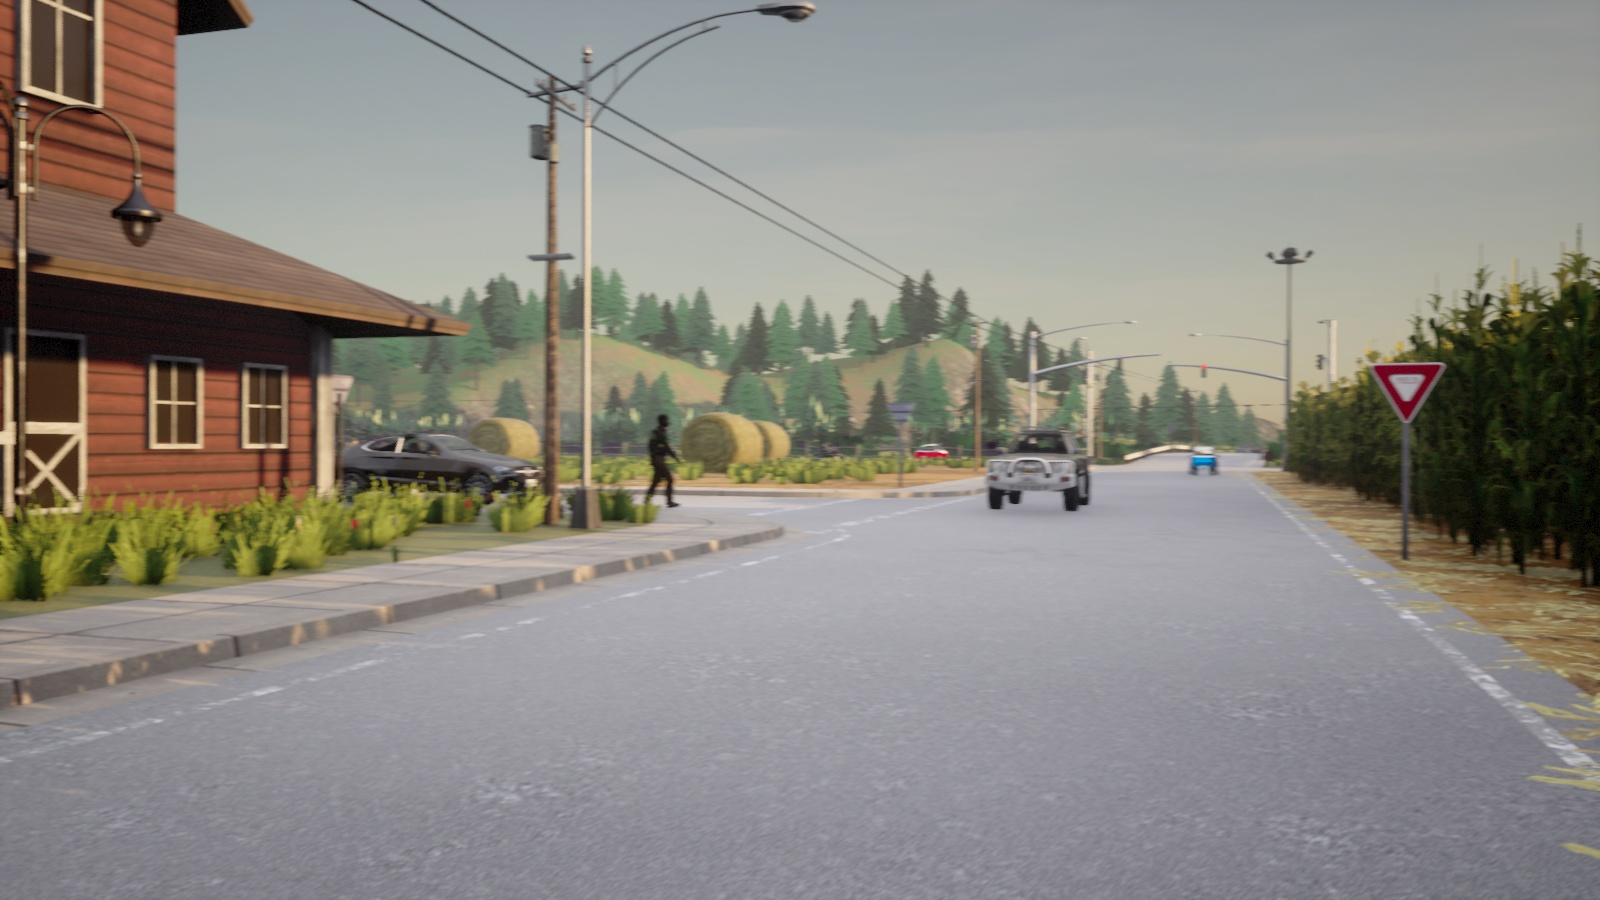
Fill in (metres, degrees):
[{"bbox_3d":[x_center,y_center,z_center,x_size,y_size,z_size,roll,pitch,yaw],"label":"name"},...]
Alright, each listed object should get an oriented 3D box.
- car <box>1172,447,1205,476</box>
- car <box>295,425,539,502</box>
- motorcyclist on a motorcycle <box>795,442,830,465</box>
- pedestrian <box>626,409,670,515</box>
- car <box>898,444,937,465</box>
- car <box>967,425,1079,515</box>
[{"bbox_3d":[18.647,0.534,60.211,1.481,1.376,2.207,0,1,17],"label":"car"},{"bbox_3d":[-8.787,0.267,28.921,5.027,1.651,2.152,0,0,16],"label":"car"},{"bbox_3d":[0.846,0.220,85.313,2.191,1.530,0.866,0,0,20],"label":"motorcyclist on a motorcycle"},{"bbox_3d":[-2.816,0.221,23.238,0.692,1.930,0.395,0,0,16],"label":"pedestrian"},{"bbox_3d":[7.742,0.296,82.778,2.207,1.376,1.481,0,0,20],"label":"car"},{"bbox_3d":[5.176,0.410,28.648,1.932,1.855,4.605,1,0,17],"label":"car"}]
